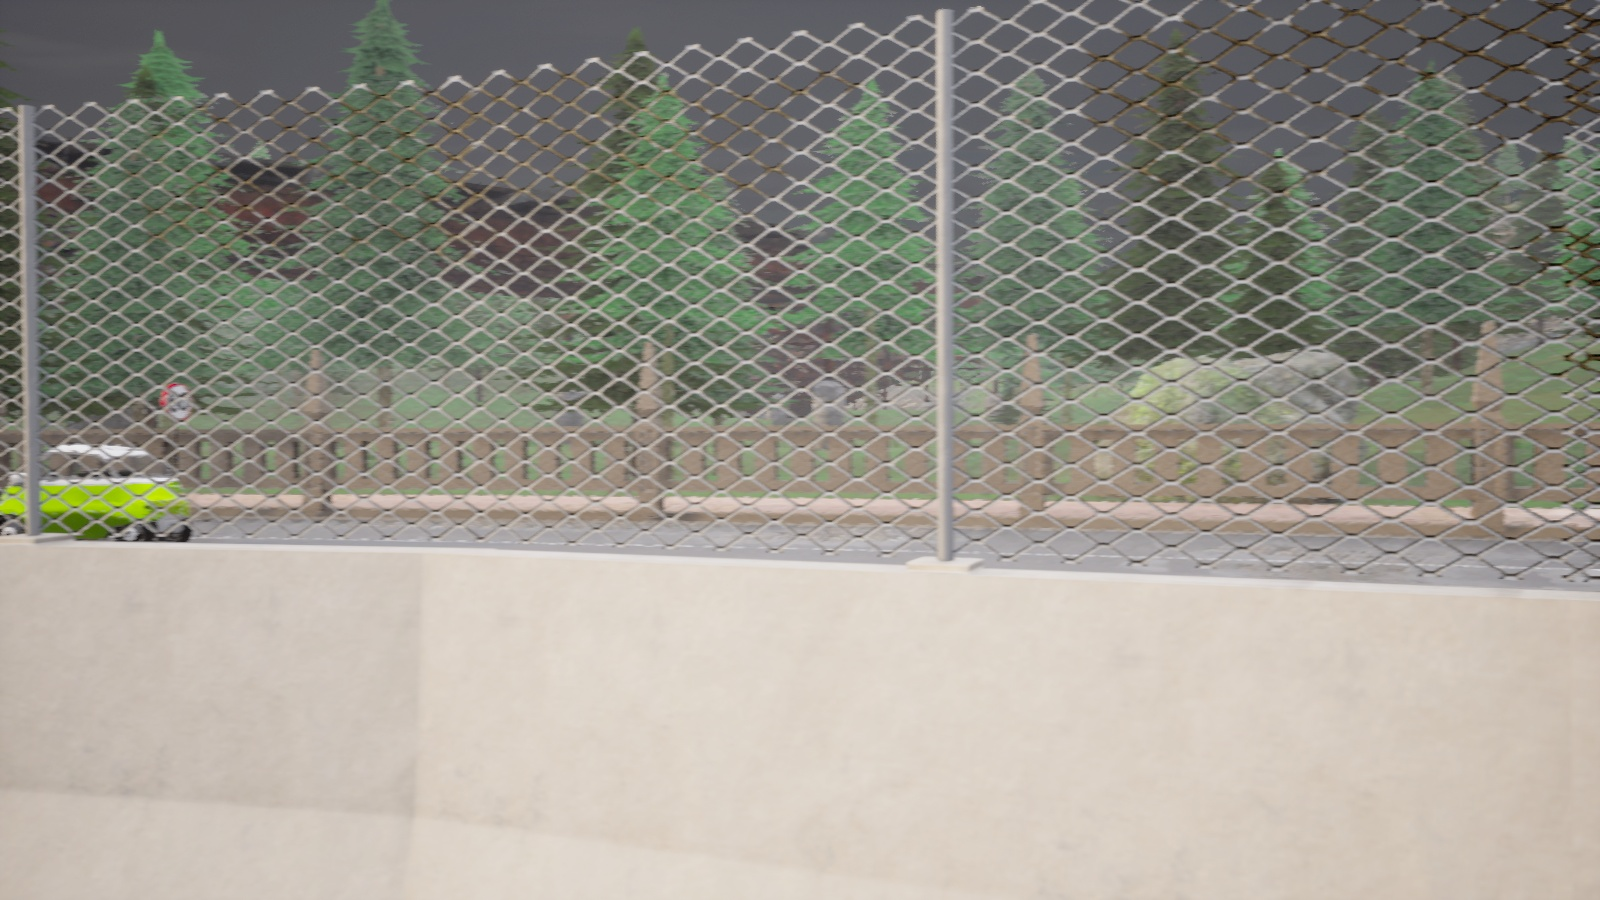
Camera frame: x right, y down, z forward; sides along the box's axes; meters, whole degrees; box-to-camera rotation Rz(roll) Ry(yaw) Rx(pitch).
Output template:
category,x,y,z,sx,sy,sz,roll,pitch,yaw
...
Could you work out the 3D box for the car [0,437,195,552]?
category,x,y,z,sx,sy,sz,roll,pitch,yaw
car,-9.330,0.534,16.310,2.207,1.376,1.481,1,1,11
